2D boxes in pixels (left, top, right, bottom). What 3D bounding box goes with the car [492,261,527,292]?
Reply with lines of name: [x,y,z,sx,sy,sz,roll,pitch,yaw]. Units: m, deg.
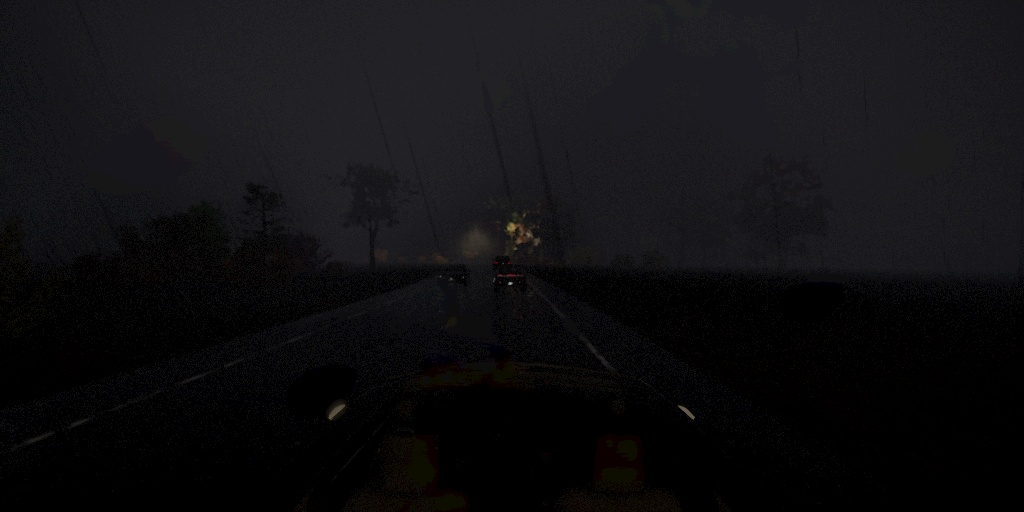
car: [-0.174,1.265,21.646,2.128,1.511,4.902,0,0,-2]

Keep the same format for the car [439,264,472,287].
car: [-3.917,1.317,25.390,1.837,1.490,4.892,0,0,-2]

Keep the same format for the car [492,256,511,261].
car: [-1.330,1.006,45.990,2.150,2.045,5.566,0,0,-4]
